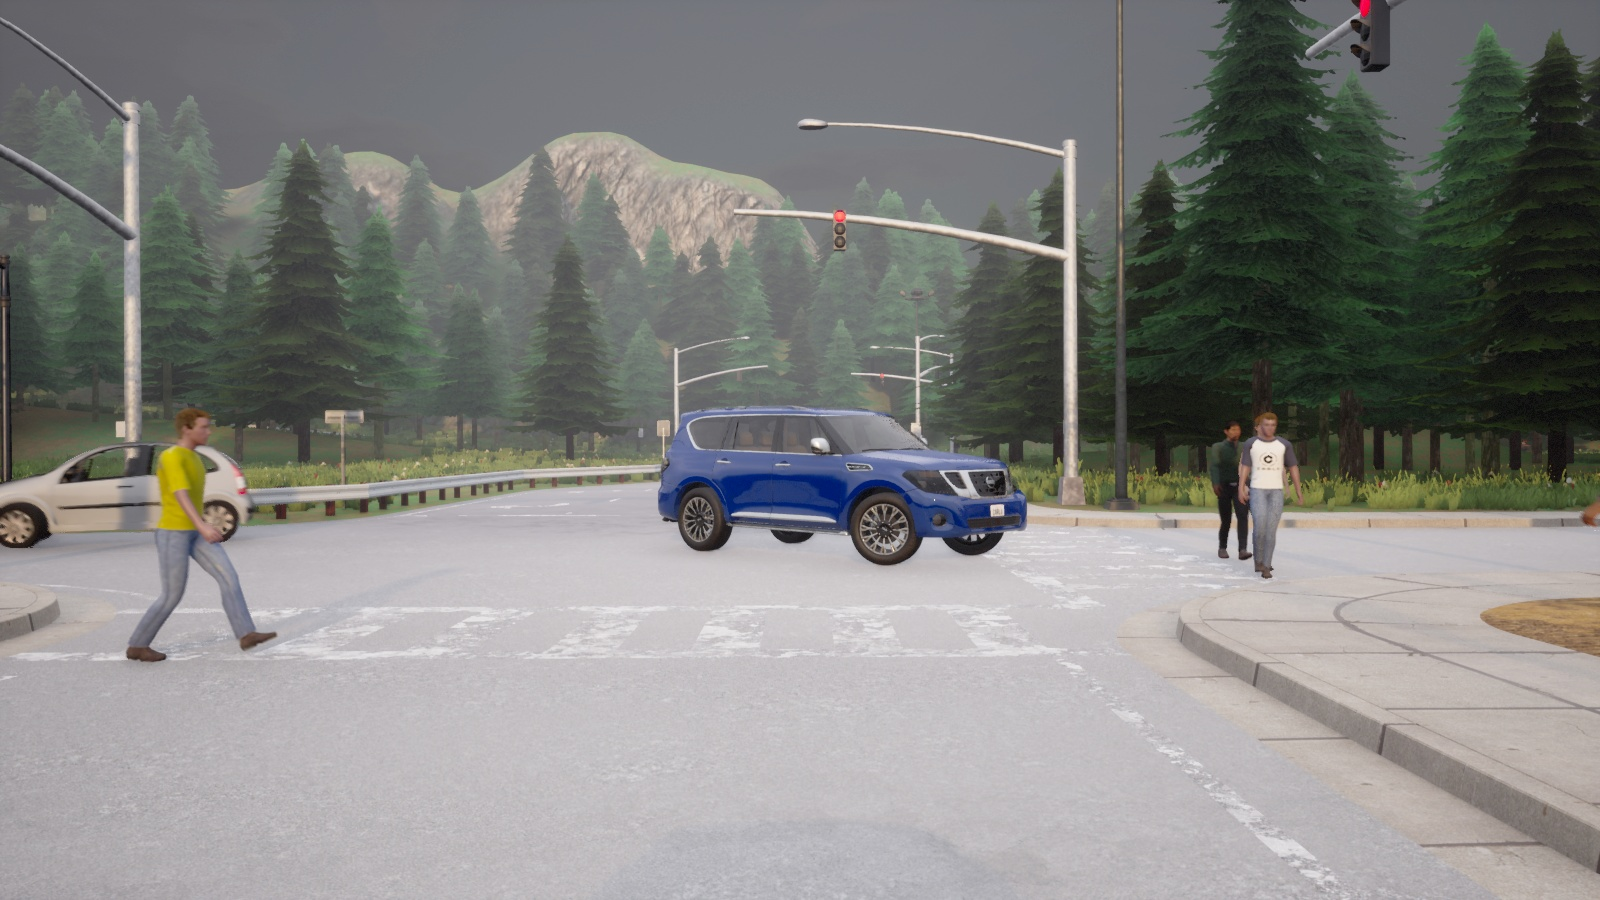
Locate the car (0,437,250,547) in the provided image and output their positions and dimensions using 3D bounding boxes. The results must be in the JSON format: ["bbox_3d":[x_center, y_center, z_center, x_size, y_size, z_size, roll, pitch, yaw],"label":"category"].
[{"bbox_3d":[-11.010,0.614,20.159,3.988,1.617,1.851,-1,1,-24],"label":"car"}]

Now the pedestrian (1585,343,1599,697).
[{"bbox_3d":[4.422,0.366,6.401,0.331,1.846,0.634,0,0,-27],"label":"pedestrian"}]

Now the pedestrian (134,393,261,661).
[{"bbox_3d":[-4.205,0.526,8.786,0.706,1.836,0.354,0,0,-2],"label":"pedestrian"}]

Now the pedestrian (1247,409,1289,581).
[{"bbox_3d":[5.148,0.482,13.842,0.354,1.836,0.706,0,0,14],"label":"pedestrian"}]

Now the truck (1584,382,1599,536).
[{"bbox_3d":[15.399,0.143,19.160,5.204,2.467,2.627,0,0,1],"label":"truck"}]

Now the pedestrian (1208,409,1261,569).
[{"bbox_3d":[5.458,0.477,15.792,0.423,1.949,0.788,0,0,3],"label":"pedestrian"}]

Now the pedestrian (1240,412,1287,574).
[{"bbox_3d":[5.365,0.483,14.541,0.345,1.836,0.594,0,0,3],"label":"pedestrian"}]

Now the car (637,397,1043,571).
[{"bbox_3d":[0.378,0.397,17.443,5.566,2.045,2.150,0,0,42],"label":"car"}]
